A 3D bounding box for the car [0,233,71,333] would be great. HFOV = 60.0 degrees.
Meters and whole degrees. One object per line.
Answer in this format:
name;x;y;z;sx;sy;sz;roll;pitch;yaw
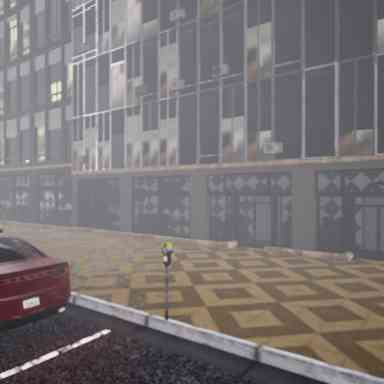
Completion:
car;-4.412;1.514;6.403;5.008;1.535;1.882;0;0;36
